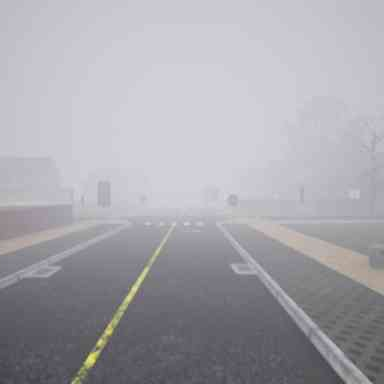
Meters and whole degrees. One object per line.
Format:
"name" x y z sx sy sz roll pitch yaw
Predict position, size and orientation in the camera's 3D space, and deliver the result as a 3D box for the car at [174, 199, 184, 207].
"car" -2.743 2.250 70.518 2.097 1.767 4.553 0 -1 0
